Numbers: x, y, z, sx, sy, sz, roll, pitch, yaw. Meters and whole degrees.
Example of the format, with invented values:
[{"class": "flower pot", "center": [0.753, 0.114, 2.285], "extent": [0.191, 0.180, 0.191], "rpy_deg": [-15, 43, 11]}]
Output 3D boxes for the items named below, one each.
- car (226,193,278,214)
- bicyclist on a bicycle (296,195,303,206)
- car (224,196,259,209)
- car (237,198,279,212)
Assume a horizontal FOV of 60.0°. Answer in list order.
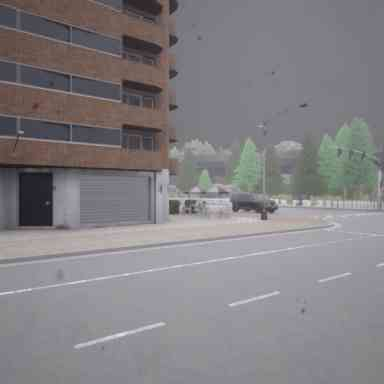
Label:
[{"class": "car", "center": [6.328, 1.166, 35.031], "extent": [2.150, 2.045, 5.566], "rpy_deg": [0, 0, -38]}, {"class": "bicyclist on a bicycle", "center": [15.345, 1.245, 47.341], "extent": [1.656, 1.620, 0.582], "rpy_deg": [0, 0, -36]}, {"class": "car", "center": [6.833, 1.422, 46.571], "extent": [1.882, 1.535, 5.008], "rpy_deg": [0, 0, -37]}, {"class": "car", "center": [7.638, 1.449, 39.147], "extent": [1.837, 1.490, 4.892], "rpy_deg": [0, 0, -37]}]
